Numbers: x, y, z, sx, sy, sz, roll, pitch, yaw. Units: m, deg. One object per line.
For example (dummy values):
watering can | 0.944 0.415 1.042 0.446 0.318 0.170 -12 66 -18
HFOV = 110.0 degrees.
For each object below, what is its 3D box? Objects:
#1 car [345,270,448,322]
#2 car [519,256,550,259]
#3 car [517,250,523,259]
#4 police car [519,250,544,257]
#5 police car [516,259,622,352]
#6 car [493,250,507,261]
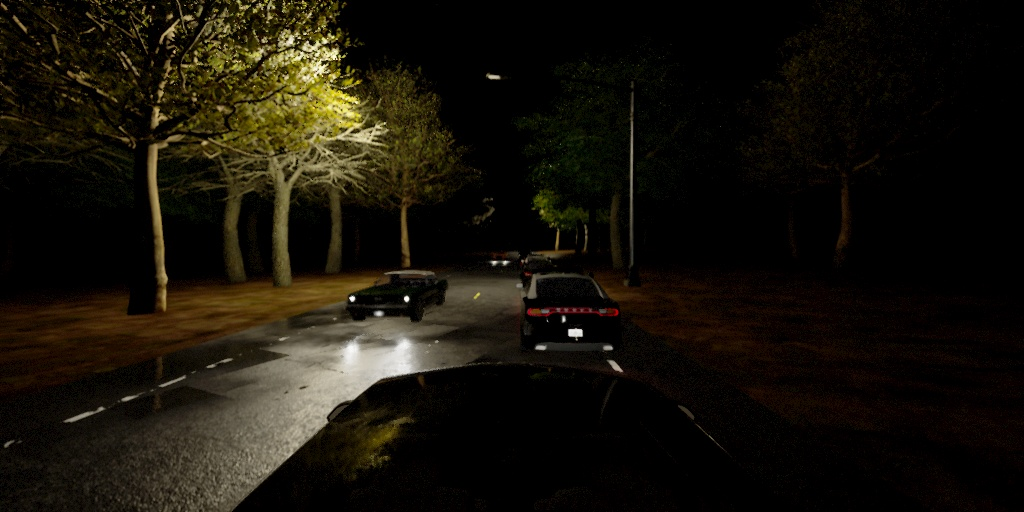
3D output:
car | -3.440 1.160 11.590 1.895 1.301 4.718 0 1 1
car | 1.399 0.922 18.489 1.812 1.442 4.674 0 1 2
car | 1.804 -0.011 50.126 1.837 1.490 4.892 0 1 2
police car | 1.658 0.659 24.572 1.930 1.638 5.238 0 2 3
police car | 1.123 1.044 8.661 1.930 1.638 5.238 0 1 1
car | -1.721 -0.118 52.923 1.882 1.535 5.008 0 2 3
